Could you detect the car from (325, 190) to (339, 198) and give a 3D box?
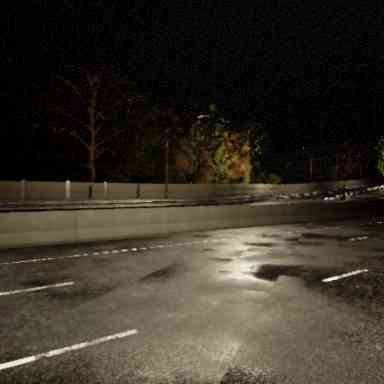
[{"bbox_3d":[34.625,0.692,83.056,1.994,1.385,4.181,0,1,32],"label":"car"}]
